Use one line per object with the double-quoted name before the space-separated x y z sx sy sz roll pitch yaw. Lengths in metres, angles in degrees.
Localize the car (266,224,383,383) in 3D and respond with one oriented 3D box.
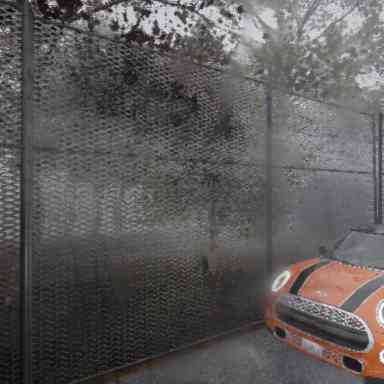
"car" 3.328 1.355 5.467 4.553 1.767 2.097 0 0 -36
